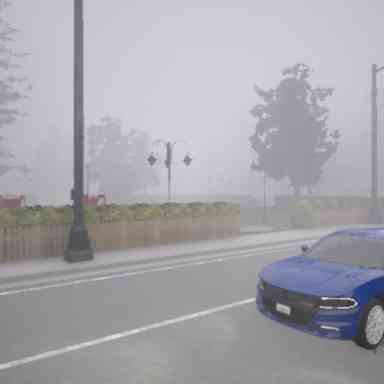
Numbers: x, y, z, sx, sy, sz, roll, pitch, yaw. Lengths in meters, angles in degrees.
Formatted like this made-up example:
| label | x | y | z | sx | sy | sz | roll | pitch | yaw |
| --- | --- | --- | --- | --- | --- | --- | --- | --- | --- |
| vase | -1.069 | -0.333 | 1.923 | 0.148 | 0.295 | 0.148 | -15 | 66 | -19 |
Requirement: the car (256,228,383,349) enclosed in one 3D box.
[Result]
| label | x | y | z | sx | sy | sz | roll | pitch | yaw |
| --- | --- | --- | --- | --- | --- | --- | --- | --- | --- |
| car | 3.394 | 1.474 | 6.419 | 5.008 | 1.535 | 1.882 | 0 | 0 | -36 |

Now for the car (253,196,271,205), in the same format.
| label | x | y | z | sx | sy | sz | roll | pitch | yaw |
| --- | --- | --- | --- | --- | --- | --- | --- | --- | --- |
| car | 12.026 | 1.510 | 59.862 | 1.812 | 1.442 | 4.674 | 0 | 0 | -34 |
